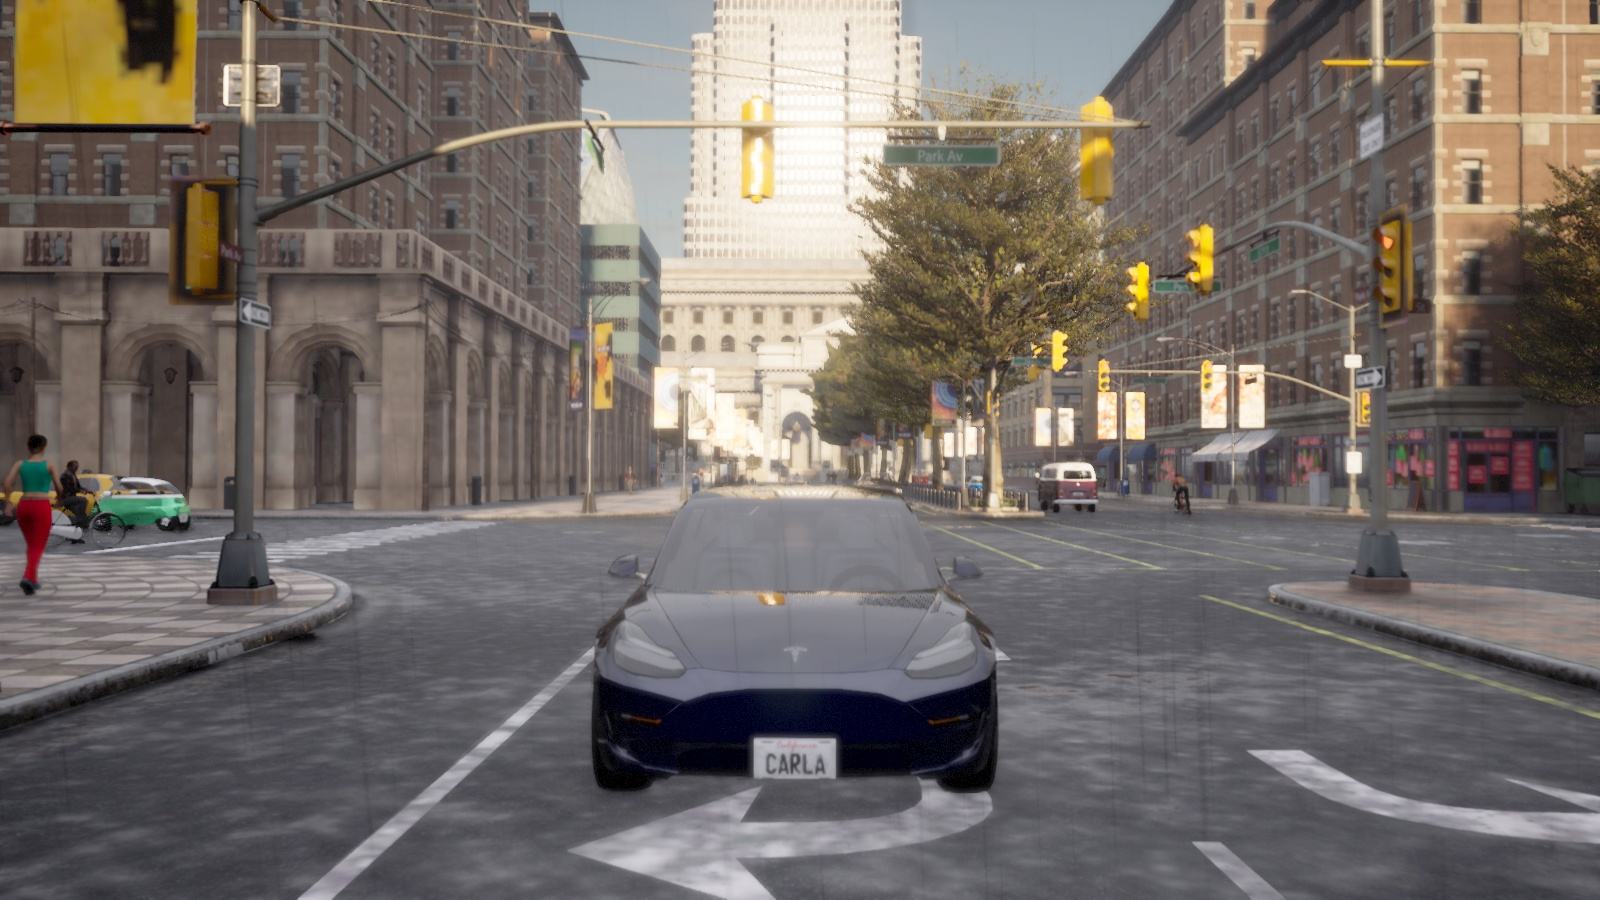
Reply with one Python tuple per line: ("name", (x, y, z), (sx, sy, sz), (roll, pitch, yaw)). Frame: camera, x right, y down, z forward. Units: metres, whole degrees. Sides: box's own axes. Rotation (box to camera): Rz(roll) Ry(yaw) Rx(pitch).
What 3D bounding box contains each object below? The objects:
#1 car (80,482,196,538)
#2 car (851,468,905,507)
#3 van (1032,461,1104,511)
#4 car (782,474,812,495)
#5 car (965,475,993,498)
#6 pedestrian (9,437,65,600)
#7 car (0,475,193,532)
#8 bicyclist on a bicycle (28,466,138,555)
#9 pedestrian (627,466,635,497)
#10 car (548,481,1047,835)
("car", (-17.046, 1.538, 32.407), (2.207, 1.376, 1.481), (0, -1, 0))
("car", (3.442, 1.616, 56.027), (2.152, 1.651, 5.027), (0, -1, 1))
("van", (11.369, 1.487, 53.540), (2.069, 2.038, 4.480), (0, -1, 0))
("car", (-0.243, 2.563, 94.476), (2.163, 1.488, 4.792), (0, -1, -1))
("car", (11.276, 2.291, 79.303), (1.481, 1.376, 2.207), (0, 0, 1))
("pedestrian", (-8.804, 0.777, 14.506), (0.345, 1.836, 0.594), (0, -1, -9))
("car", (-20.482, 1.502, 35.880), (5.366, 1.575, 1.801), (0, -1, 0))
("bicyclist on a bicycle", (-14.506, 1.217, 25.431), (1.843, 1.776, 0.659), (0, -1, 0))
("pedestrian", (-10.254, 1.920, 76.075), (0.376, 1.854, 0.720), (0, -1, 0))
("car", (-0.019, 0.962, 7.862), (2.163, 1.488, 4.792), (0, -1, 0))
